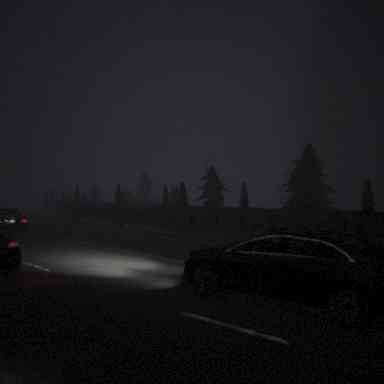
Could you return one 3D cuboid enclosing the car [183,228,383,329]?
[{"bbox_3d":[2.011,1.520,7.052,4.902,1.511,2.128,0,0,37],"label":"car"}]

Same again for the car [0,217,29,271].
[{"bbox_3d":[-6.855,1.599,10.078,4.181,1.385,1.994,0,0,43],"label":"car"}]

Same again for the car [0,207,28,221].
[{"bbox_3d":[-11.188,1.616,19.627,2.033,1.411,5.357,0,0,-40],"label":"car"}]
